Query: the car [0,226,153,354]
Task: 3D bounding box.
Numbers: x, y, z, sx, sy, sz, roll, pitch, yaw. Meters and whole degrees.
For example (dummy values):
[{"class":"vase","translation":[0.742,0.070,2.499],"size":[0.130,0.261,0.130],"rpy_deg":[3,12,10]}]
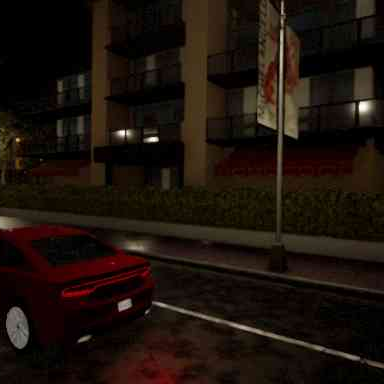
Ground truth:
[{"class":"car","translation":[-2.965,1.359,6.010],"size":[5.008,1.535,1.882],"rpy_deg":[1,1,35]}]
